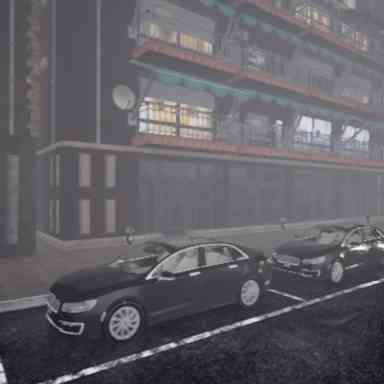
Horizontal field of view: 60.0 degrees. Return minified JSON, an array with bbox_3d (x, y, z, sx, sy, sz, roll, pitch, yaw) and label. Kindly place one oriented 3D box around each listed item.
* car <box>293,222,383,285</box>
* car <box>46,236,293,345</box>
[{"bbox_3d":[4.142,1.586,9.516,4.403,1.369,2.008,0,0,-36],"label":"car"},{"bbox_3d":[-0.366,1.563,6.299,4.403,1.369,2.008,0,0,-36],"label":"car"}]
